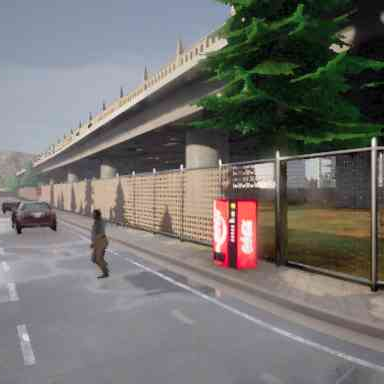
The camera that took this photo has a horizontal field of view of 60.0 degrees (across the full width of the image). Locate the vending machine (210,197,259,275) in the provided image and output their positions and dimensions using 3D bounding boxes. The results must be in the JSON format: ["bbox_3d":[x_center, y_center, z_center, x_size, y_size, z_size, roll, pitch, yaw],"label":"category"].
[{"bbox_3d":[1.237,1.194,9.664,1.100,2.100,0.880,0,0,-32],"label":"vending machine"}]

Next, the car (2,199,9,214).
[{"bbox_3d":[-19.254,1.465,35.814,1.882,1.535,5.008,0,0,-32],"label":"car"}]

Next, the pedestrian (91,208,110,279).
[{"bbox_3d":[-2.385,1.292,8.546,0.375,1.860,0.375,0,0,-32],"label":"pedestrian"}]

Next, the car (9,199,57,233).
[{"bbox_3d":[-9.602,1.345,20.093,2.097,1.767,4.553,0,0,-32],"label":"car"}]
